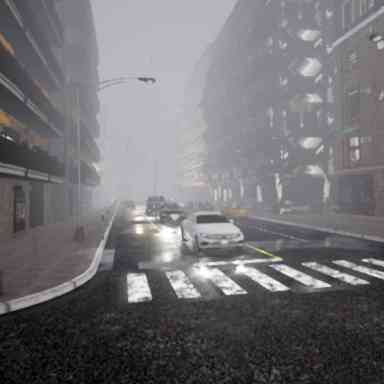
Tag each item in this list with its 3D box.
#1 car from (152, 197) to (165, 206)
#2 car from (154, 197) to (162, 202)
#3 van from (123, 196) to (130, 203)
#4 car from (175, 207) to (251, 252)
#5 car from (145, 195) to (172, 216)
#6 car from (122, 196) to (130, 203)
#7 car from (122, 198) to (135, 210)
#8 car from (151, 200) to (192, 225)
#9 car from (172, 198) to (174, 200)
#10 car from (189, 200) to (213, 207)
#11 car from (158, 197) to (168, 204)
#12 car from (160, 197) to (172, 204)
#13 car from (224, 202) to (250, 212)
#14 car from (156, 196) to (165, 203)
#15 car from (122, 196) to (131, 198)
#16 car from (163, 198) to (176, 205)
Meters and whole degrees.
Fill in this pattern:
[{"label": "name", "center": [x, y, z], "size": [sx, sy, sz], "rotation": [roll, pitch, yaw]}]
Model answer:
[{"label": "car", "center": [-6.537, 1.840, 64.405], "size": [2.128, 1.511, 4.902], "rotation": [-1, 0, -12]}, {"label": "car", "center": [-9.153, 2.084, 89.547], "size": [1.802, 1.307, 4.206], "rotation": [-1, 0, -12]}, {"label": "van", "center": [-17.362, 1.954, 87.851], "size": [1.690, 1.788, 3.998], "rotation": [-1, 0, -12]}, {"label": "car", "center": [0.688, 1.577, 14.422], "size": [1.812, 1.442, 4.674], "rotation": [-1, 0, -12]}, {"label": "car", "center": [-3.879, 1.409, 36.131], "size": [2.150, 2.045, 5.566], "rotation": [-1, 0, -11]}, {"label": "car", "center": [-18.523, 1.978, 93.391], "size": [2.192, 1.841, 5.009], "rotation": [-1, 0, -12]}, {"label": "car", "center": [-9.237, 1.902, 49.055], "size": [1.802, 1.307, 4.206], "rotation": [-1, 0, -12]}, {"label": "car", "center": [-1.711, 1.610, 25.741], "size": [2.128, 1.511, 4.902], "rotation": [-1, 0, -12]}, {"label": "car", "center": [-4.411, 1.765, 54.263], "size": [2.128, 1.511, 4.902], "rotation": [-1, 0, -12]}, {"label": "car", "center": [1.288, 1.673, 39.669], "size": [1.887, 1.381, 4.507], "rotation": [-1, 0, -12]}, {"label": "car", "center": [-6.833, 1.960, 78.464], "size": [1.887, 1.381, 4.507], "rotation": [-1, 0, -12]}, {"label": "car", "center": [-5.672, 1.925, 72.922], "size": [2.008, 1.369, 4.403], "rotation": [-1, 0, -12]}, {"label": "car", "center": [3.573, 1.579, 28.754], "size": [1.752, 1.417, 4.829], "rotation": [-1, 0, -12]}, {"label": "car", "center": [-7.994, 1.898, 84.004], "size": [1.967, 1.590, 4.097], "rotation": [-1, 0, -12]}, {"label": "car", "center": [-13.882, 1.799, 71.226], "size": [2.192, 1.841, 5.009], "rotation": [-1, 0, -12]}, {"label": "car", "center": [-4.512, 1.884, 67.380], "size": [2.008, 1.369, 4.403], "rotation": [-1, 0, -12]}]
